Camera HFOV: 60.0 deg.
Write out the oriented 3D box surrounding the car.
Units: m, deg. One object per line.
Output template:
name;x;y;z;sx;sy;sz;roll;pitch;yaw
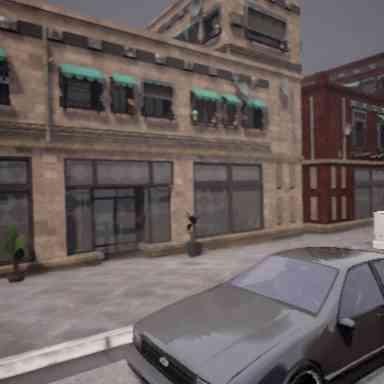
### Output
car;1.844;1.545;4.691;5.357;1.411;2.033;0;0;-35
